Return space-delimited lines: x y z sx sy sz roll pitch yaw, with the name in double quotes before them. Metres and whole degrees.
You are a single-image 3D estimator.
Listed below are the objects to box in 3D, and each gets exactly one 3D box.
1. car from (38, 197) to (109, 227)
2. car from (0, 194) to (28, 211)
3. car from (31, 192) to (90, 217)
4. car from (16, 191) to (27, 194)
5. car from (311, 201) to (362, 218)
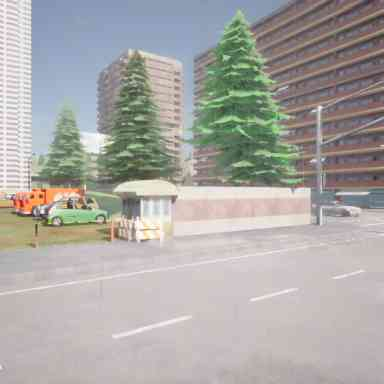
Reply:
"car" -7.437 1.341 21.496 3.988 1.617 1.851 0 0 -35
"car" -24.520 1.394 44.116 4.193 1.474 1.816 0 0 -35
"car" -9.461 1.172 25.546 4.605 1.855 1.932 0 0 -35
"car" -25.799 1.204 46.638 3.866 1.878 1.905 0 0 -35
"car" 13.525 1.581 31.368 1.812 1.442 4.674 0 0 -35
